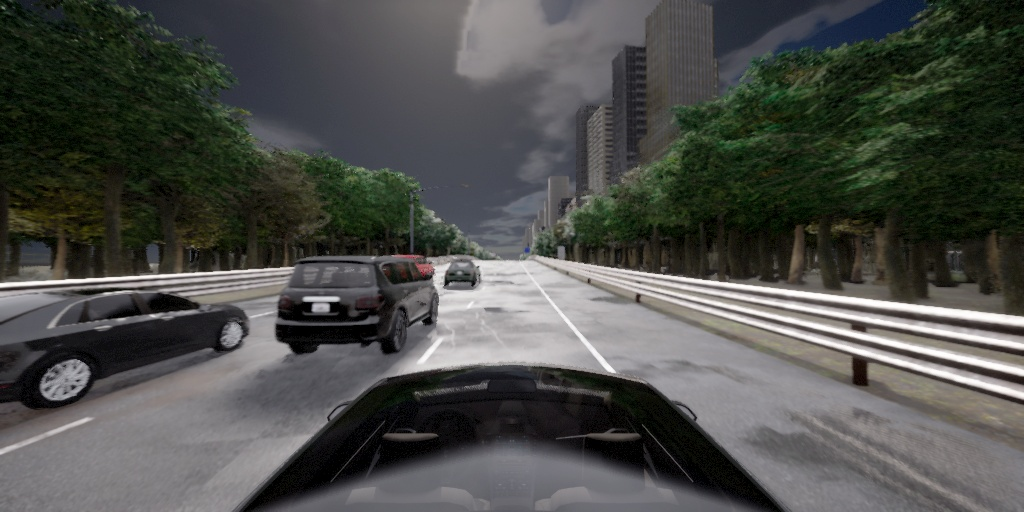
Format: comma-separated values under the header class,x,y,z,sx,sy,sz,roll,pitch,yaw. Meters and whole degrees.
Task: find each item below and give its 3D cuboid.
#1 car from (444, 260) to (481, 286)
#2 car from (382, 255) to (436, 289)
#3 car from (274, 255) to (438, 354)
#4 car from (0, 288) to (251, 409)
class,x,y,z,sx,sy,sz,roll,pitch,yaw
car,-3.402,1.088,25.377,2.097,1.767,4.553,0,0,0
car,-6.901,0.962,24.839,2.150,2.045,5.566,0,1,0
car,-3.401,1.023,9.064,2.150,2.045,5.566,0,0,0
car,-6.902,1.291,6.218,1.837,1.490,4.892,0,0,0
